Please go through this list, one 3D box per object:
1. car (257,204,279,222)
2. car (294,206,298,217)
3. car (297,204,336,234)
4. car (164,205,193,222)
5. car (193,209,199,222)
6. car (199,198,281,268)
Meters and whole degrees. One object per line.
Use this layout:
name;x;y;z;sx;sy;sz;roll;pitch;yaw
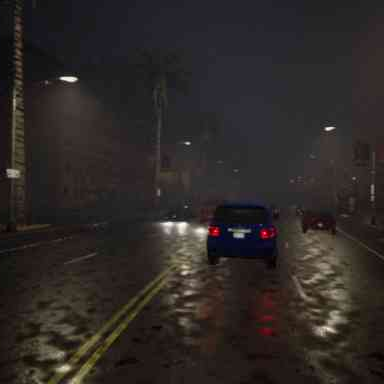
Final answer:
car;7.380;1.926;31.927;1.837;1.490;4.892;1;-1;16
car;12.522;2.100;37.247;2.033;1.411;5.357;1;-1;16
car;8.197;1.817;21.909;1.882;1.535;5.008;1;-1;16
car;-0.900;1.826;29.081;1.994;1.385;4.181;1;-1;16
car;2.103;1.509;26.852;2.150;2.045;5.566;1;0;16
car;1.953;1.369;12.146;2.150;2.045;5.566;1;-1;13
